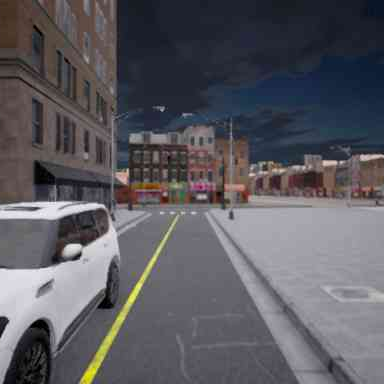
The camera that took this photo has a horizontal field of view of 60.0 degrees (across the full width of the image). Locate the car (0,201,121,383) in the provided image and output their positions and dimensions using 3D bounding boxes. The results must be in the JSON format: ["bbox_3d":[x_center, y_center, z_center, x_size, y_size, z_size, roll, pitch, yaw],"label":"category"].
[{"bbox_3d":[-2.579,1.202,4.942,2.150,2.045,5.566,0,0,0],"label":"car"}]
